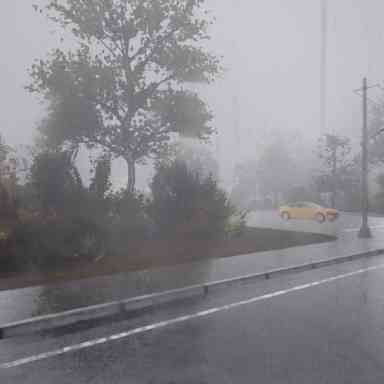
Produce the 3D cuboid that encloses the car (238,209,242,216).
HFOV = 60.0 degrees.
[{"bbox_3d":[2.991,1.584,34.354,2.097,1.767,4.553,0,-1,-43],"label":"car"}]

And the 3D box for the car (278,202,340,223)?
[{"bbox_3d":[9.326,1.566,26.865,1.882,1.535,5.008,0,-1,-39],"label":"car"}]
